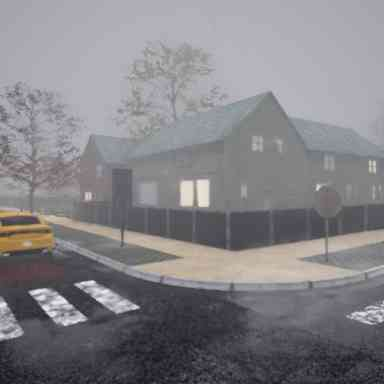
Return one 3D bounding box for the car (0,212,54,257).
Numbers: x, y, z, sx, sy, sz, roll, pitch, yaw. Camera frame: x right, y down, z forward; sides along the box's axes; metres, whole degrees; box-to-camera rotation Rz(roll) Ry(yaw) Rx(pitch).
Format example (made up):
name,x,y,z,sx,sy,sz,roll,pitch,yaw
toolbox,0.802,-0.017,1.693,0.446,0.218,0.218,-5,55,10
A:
name,x,y,z,sx,sy,sz,roll,pitch,yaw
car,-6.681,1.498,12.514,1.882,1.535,5.008,0,0,-37
